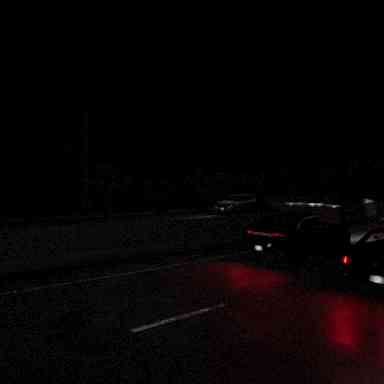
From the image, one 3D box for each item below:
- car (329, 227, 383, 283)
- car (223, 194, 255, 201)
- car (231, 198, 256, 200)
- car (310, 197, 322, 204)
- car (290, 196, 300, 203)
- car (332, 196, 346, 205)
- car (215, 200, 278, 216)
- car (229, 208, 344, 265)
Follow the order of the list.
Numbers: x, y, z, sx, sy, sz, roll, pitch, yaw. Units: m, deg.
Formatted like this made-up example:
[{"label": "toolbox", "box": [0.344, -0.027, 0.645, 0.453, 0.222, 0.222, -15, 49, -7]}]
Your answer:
[{"label": "car", "box": [5.673, 1.601, 8.672, 4.718, 1.301, 1.895, 0, 0, -42]}, {"label": "car", "box": [4.507, 1.222, 33.098, 2.150, 2.045, 5.566, 0, 0, 38]}, {"label": "car", "box": [5.766, 1.548, 29.055, 2.033, 1.411, 5.357, 0, 0, 39]}, {"label": "car", "box": [23.778, 1.557, 64.012, 1.994, 1.385, 4.181, 0, 0, 16]}, {"label": "car", "box": [21.493, 1.477, 69.606, 1.882, 1.535, 5.008, 0, 0, 13]}, {"label": "car", "box": [25.410, 1.477, 57.601, 1.882, 1.535, 5.008, 0, 0, 19]}, {"label": "car", "box": [3.937, 1.505, 21.860, 1.837, 1.490, 4.892, 0, 0, 44]}, {"label": "car", "box": [3.848, 1.491, 11.788, 4.902, 1.511, 2.128, 0, 0, -41]}]
